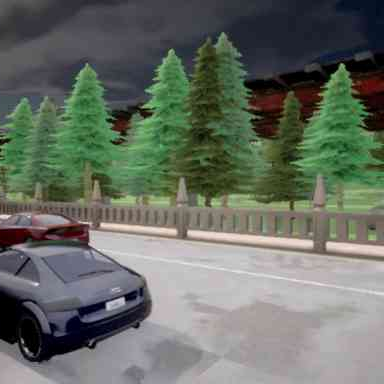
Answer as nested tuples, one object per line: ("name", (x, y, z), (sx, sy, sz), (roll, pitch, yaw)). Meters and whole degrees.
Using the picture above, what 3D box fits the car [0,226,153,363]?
("car", (-2.711, 1.562, 5.925), (4.181, 1.385, 1.994), (0, 0, 36))

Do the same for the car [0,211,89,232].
("car", (-5.966, 1.472, 12.564), (5.008, 1.535, 1.882), (0, 0, 36))
